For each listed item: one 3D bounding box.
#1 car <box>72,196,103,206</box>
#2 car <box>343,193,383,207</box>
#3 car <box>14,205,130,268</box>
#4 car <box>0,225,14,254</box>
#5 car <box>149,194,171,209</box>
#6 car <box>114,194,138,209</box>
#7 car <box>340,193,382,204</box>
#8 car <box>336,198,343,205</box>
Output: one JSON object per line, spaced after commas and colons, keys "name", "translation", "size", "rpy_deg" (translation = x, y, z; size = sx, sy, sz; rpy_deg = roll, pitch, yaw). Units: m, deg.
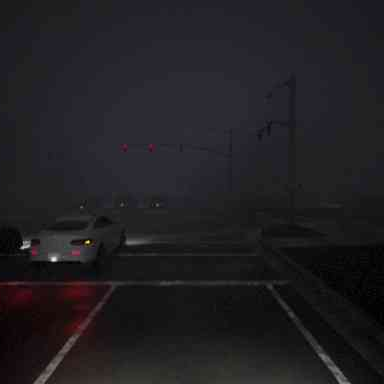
{"name": "car", "translation": [-10.396, 1.100, 33.567], "size": [1.895, 1.301, 4.718], "rpy_deg": [0, 1, 0]}
{"name": "car", "translation": [20.137, 0.935, 37.204], "size": [4.902, 1.511, 2.128], "rpy_deg": [0, 1, 1]}
{"name": "car", "translation": [-3.404, 1.367, 10.511], "size": [1.812, 1.442, 4.674], "rpy_deg": [0, 1, 0]}
{"name": "car", "translation": [-6.906, 1.415, 9.914], "size": [1.994, 1.385, 4.181], "rpy_deg": [0, 1, 0]}
{"name": "car", "translation": [-3.396, 0.980, 35.197], "size": [1.837, 1.490, 4.892], "rpy_deg": [0, 1, 0]}
{"name": "car", "translation": [-6.895, 0.980, 35.212], "size": [1.837, 1.490, 4.892], "rpy_deg": [0, 1, 0]}
{"name": "car", "translation": [22.350, 0.868, 44.173], "size": [4.674, 1.442, 1.812], "rpy_deg": [0, 1, 1]}
{"name": "car", "translation": [20.084, 0.920, 40.704], "size": [4.674, 1.442, 1.812], "rpy_deg": [0, 1, 1]}
